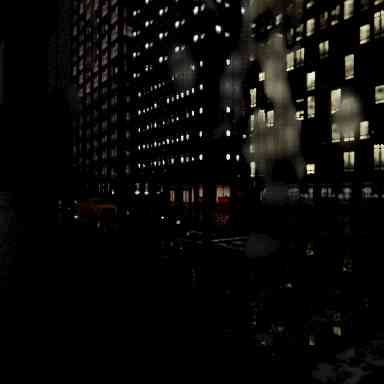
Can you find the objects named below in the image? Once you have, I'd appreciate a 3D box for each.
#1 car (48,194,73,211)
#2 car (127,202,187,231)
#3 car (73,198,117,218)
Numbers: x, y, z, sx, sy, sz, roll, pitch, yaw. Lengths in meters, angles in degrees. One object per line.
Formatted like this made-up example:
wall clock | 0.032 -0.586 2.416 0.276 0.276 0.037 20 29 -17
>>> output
car | -13.711 1.045 35.292 2.097 1.767 4.553 0 0 -37
car | -2.193 1.344 19.795 2.128 1.511 4.902 0 0 -37
car | -7.824 1.254 27.364 1.882 1.535 5.008 0 0 -37
